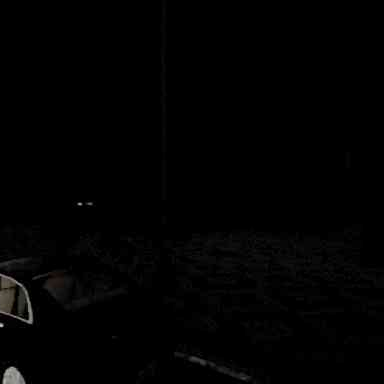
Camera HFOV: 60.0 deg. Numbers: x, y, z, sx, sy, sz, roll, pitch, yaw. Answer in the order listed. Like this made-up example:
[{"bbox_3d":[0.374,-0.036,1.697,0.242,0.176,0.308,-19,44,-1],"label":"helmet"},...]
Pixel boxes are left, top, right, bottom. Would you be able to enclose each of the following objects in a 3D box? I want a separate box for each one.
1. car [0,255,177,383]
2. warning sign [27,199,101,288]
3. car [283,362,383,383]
[{"bbox_3d":[-2.227,1.555,4.556,4.403,1.369,2.008,0,0,36],"label":"car"},{"bbox_3d":[-3.044,1.121,7.970,1.060,1.860,1.300,0,0,36],"label":"warning sign"},{"bbox_3d":[2.345,1.550,1.290,4.403,1.369,2.008,0,0,36],"label":"car"}]
